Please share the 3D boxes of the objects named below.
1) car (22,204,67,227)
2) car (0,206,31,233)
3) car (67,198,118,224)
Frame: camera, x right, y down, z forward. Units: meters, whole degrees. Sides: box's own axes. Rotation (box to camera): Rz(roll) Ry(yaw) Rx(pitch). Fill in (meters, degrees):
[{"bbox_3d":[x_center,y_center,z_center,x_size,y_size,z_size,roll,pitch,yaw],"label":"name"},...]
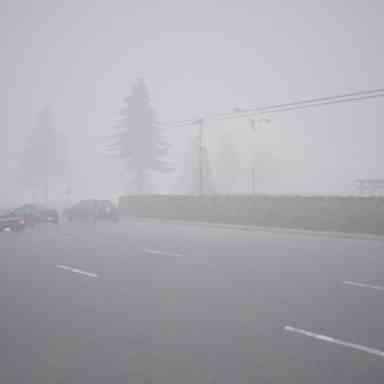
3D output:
[{"bbox_3d":[-10.737,1.505,22.480,4.674,1.442,1.812,0,0,39],"label":"car"},{"bbox_3d":[-10.956,1.590,18.146,4.718,1.301,1.895,0,0,39],"label":"car"},{"bbox_3d":[-7.471,1.320,24.344,4.553,1.767,2.097,0,0,39],"label":"car"}]
